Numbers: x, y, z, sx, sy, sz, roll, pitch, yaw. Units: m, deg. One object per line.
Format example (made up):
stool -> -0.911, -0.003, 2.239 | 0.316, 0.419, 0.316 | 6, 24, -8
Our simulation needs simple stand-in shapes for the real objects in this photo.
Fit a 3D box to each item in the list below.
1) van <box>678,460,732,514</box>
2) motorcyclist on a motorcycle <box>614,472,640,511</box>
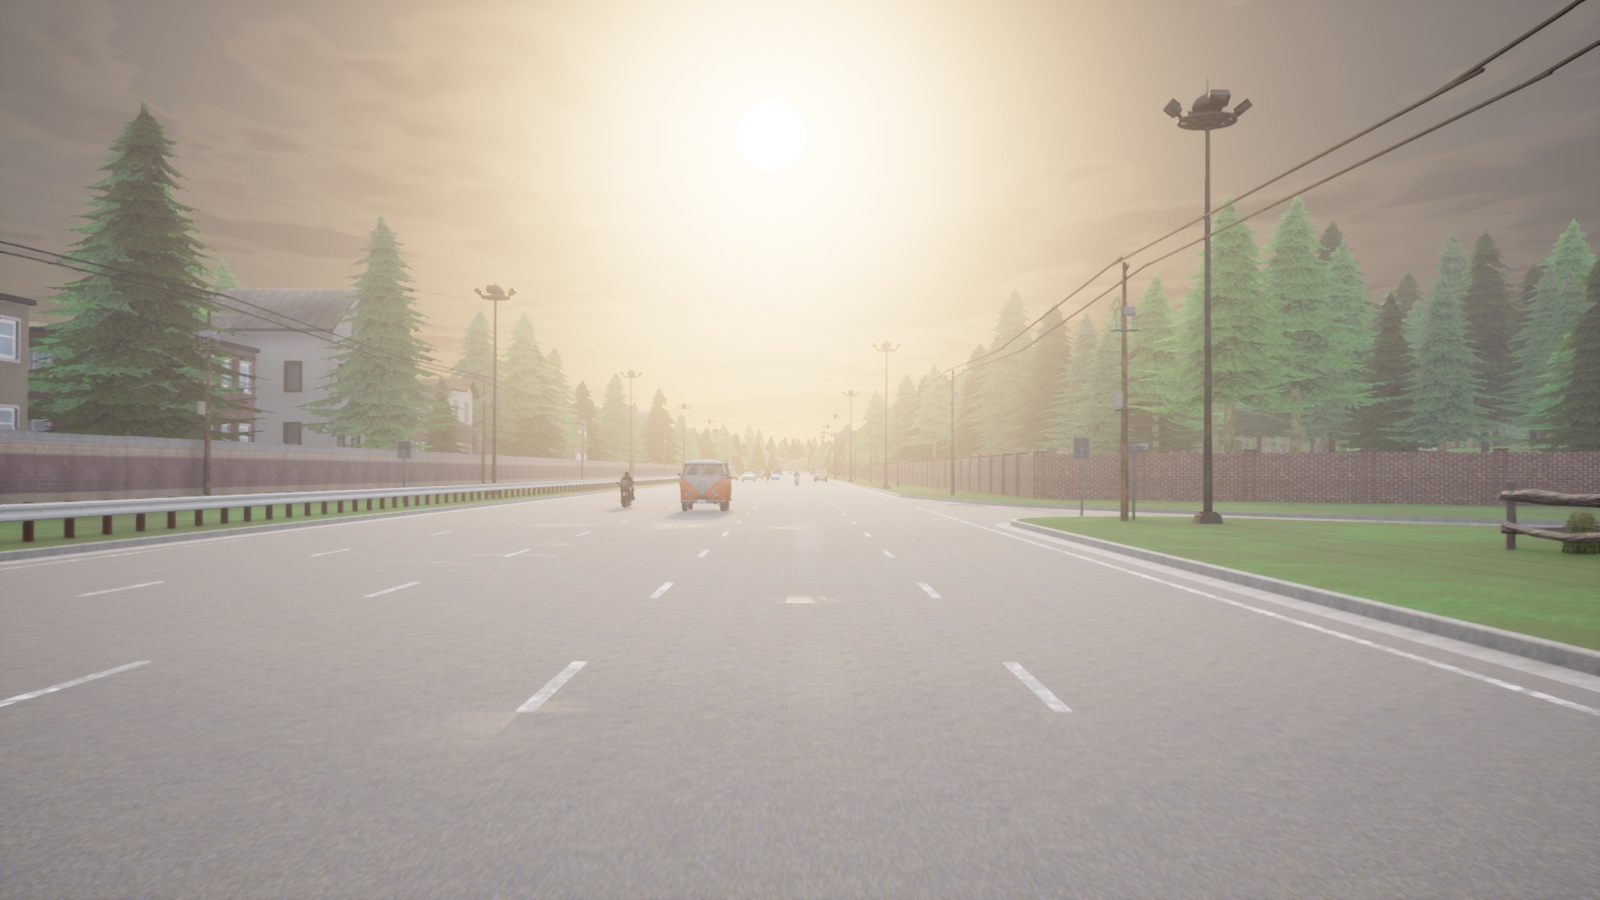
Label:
van -> -3.618, 1.396, 48.572 | 1.775, 1.987, 4.442 | 0, -1, 0
motorcyclist on a motorcycle -> -7.124, 1.690, 51.741 | 0.797, 1.523, 2.044 | 0, 0, 0
